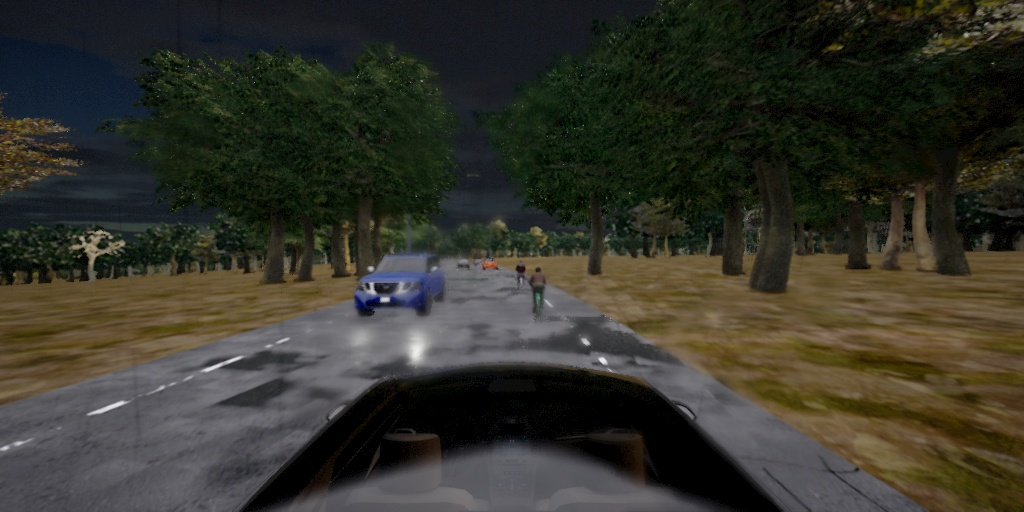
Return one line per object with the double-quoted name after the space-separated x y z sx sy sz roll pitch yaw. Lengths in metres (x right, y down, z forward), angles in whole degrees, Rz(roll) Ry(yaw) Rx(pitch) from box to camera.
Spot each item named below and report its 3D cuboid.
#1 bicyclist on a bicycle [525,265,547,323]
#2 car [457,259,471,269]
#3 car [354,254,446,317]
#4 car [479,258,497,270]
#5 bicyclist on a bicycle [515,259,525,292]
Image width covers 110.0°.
0.809 1.160 10.951 0.582 1.620 1.656 0 0 -1 "bicyclist on a bicycle"
-7.239 1.202 54.295 1.882 1.535 5.008 0 0 -7 "car"
-3.824 0.923 13.303 2.150 2.045 5.566 0 0 -2 "car"
-3.399 1.072 53.115 2.097 1.767 4.553 0 0 -7 "car"
0.481 1.055 19.832 0.659 1.776 1.843 0 0 -3 "bicyclist on a bicycle"
